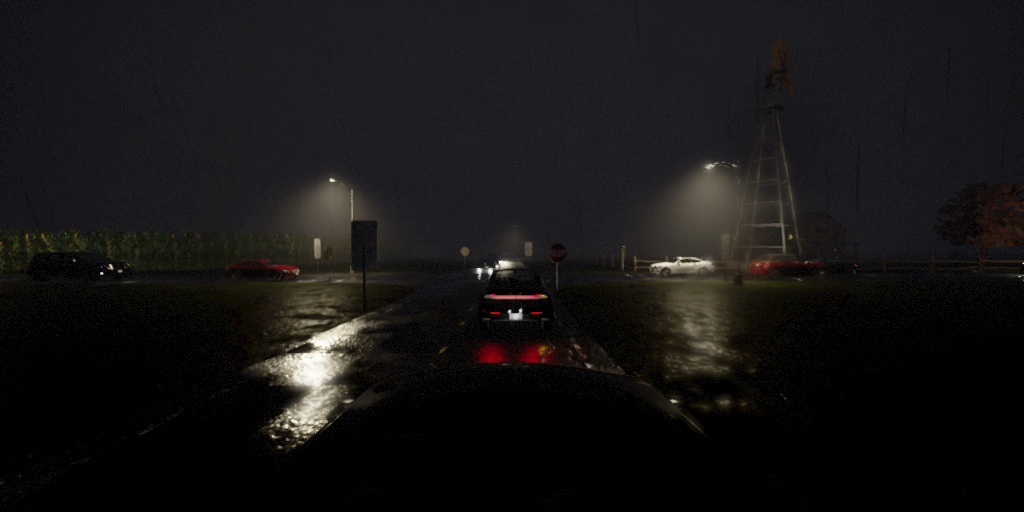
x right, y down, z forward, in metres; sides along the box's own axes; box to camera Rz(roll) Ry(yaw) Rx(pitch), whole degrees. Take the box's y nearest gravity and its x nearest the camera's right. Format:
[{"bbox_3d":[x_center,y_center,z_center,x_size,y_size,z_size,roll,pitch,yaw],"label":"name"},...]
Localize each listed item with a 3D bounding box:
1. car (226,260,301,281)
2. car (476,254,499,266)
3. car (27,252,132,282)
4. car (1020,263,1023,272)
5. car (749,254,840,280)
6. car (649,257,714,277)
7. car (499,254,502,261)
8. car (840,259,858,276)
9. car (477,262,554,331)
[{"bbox_3d":[-17.406,0.979,25.162,4.674,1.442,1.812,0,2,0],"label":"car"},{"bbox_3d":[-2.917,0.671,41.597,1.994,1.385,4.181,0,1,1],"label":"car"},{"bbox_3d":[-30.270,0.724,25.157,5.566,2.045,2.150,0,2,0],"label":"car"},{"bbox_3d":[41.273,0.534,26.657,4.553,1.767,2.097,0,2,3],"label":"car"},{"bbox_3d":[18.997,0.685,24.556,4.553,1.767,2.097,0,2,2],"label":"car"},{"bbox_3d":[13.021,0.793,27.627,4.674,1.442,1.812,0,2,0],"label":"car"},{"bbox_3d":[-2.914,0.399,54.273,1.837,1.490,4.892,0,1,0],"label":"car"},{"bbox_3d":[23.627,0.798,27.359,4.181,1.385,1.994,0,2,2],"label":"car"},{"bbox_3d":[0.096,1.103,10.438,2.128,1.511,4.902,0,1,0],"label":"car"}]
